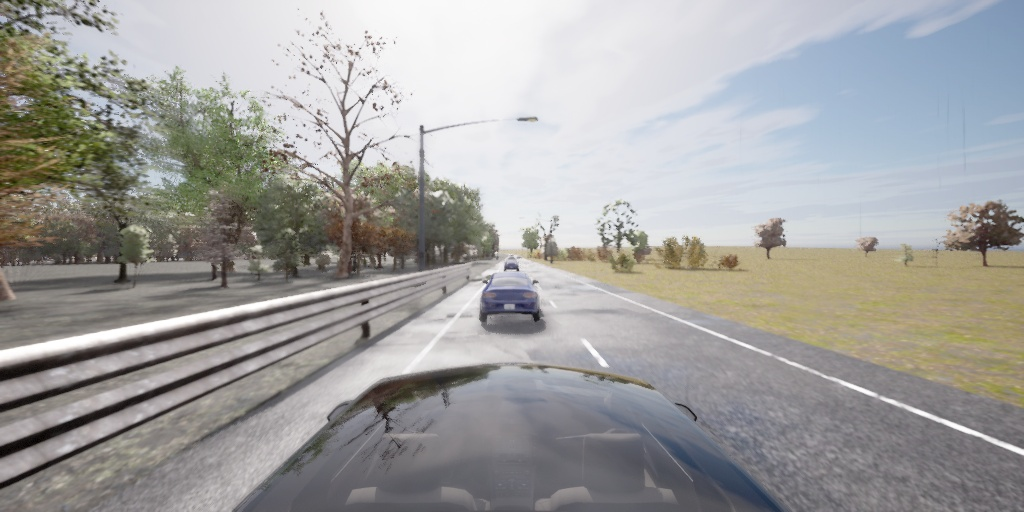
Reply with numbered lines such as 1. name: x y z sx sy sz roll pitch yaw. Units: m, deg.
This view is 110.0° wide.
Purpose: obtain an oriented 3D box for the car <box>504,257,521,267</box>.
1. car: -0.059 1.197 45.681 1.812 1.442 4.674 0 0 0

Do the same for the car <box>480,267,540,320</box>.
1. car: -0.062 1.261 12.363 1.812 1.442 4.674 0 0 0
